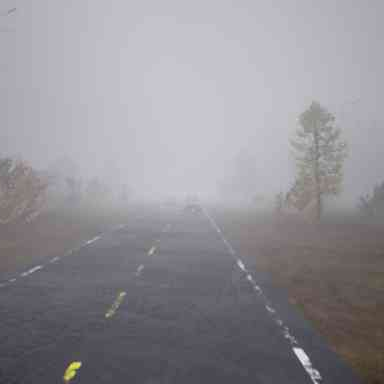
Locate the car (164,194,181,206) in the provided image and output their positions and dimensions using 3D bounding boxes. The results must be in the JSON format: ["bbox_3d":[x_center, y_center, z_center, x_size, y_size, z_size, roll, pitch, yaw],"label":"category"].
[{"bbox_3d":[-3.105,1.344,49.754,1.837,1.490,4.892,0,0,0],"label":"car"}]

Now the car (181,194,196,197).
[{"bbox_3d":[0.015,1.204,44.284,2.097,1.767,4.553,0,0,0],"label":"car"}]

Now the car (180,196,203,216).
[{"bbox_3d":[0.076,1.422,31.133,1.812,1.442,4.674,0,0,0],"label":"car"}]
